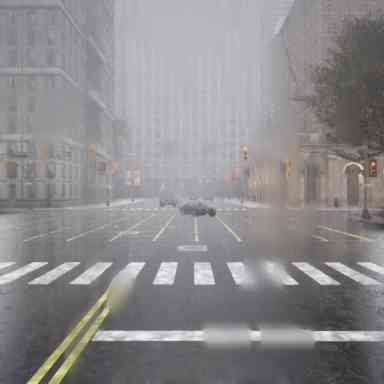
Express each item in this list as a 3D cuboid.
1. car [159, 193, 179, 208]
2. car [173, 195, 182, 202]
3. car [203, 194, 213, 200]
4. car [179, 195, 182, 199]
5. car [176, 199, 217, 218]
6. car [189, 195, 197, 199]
[{"bbox_3d":[-3.569,1.221,49.661,2.150,2.045,5.566,0,0,0],"label":"car"},{"bbox_3d":[-3.303,1.478,76.735,1.882,1.535,5.008,0,0,1],"label":"car"},{"bbox_3d":[3.717,1.280,78.527,2.097,1.767,4.553,0,0,1],"label":"car"},{"bbox_3d":[-3.461,1.506,65.759,1.837,1.490,4.892,0,0,1],"label":"car"},{"bbox_3d":[0.454,1.601,30.124,1.895,1.301,4.718,0,0,-23],"label":"car"},{"bbox_3d":[0.217,1.449,78.594,2.128,1.511,4.902,0,0,1],"label":"car"}]
